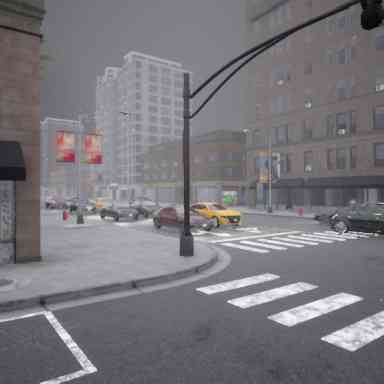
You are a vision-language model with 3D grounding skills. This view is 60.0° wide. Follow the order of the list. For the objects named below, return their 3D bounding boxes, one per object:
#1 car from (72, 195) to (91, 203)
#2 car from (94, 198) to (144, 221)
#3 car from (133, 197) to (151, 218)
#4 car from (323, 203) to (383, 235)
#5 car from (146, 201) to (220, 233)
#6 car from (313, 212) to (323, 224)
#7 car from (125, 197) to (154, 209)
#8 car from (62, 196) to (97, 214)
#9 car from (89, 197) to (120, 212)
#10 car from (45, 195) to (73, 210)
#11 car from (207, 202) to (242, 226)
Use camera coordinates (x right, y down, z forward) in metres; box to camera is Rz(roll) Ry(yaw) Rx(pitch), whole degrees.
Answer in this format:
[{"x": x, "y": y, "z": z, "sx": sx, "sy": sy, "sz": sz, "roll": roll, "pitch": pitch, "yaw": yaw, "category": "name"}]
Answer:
[{"x": -22.097, "y": 1.431, "z": 66.264, "sx": 2.033, "sy": 1.411, "sz": 5.357, "roll": 0, "pitch": 0, "yaw": -36, "category": "car"}, {"x": -5.998, "y": 1.489, "z": 26.964, "sx": 1.812, "sy": 1.442, "sz": 4.674, "roll": 0, "pitch": 0, "yaw": -36, "category": "car"}, {"x": -4.208, "y": 1.481, "z": 30.040, "sx": 1.812, "sy": 1.442, "sz": 4.674, "roll": 0, "pitch": 0, "yaw": -36, "category": "car"}, {"x": 9.480, "y": 1.338, "z": 16.950, "sx": 2.097, "sy": 1.767, "sz": 4.553, "roll": 0, "pitch": 0, "yaw": -36, "category": "car"}, {"x": -0.679, "y": 1.502, "z": 19.589, "sx": 1.812, "sy": 1.442, "sz": 4.674, "roll": 0, "pitch": 0, "yaw": -35, "category": "car"}, {"x": 10.492, "y": 1.519, "z": 21.095, "sx": 2.033, "sy": 1.411, "sz": 5.357, "roll": 0, "pitch": 0, "yaw": -36, "category": "car"}, {"x": -7.302, "y": 1.427, "z": 45.757, "sx": 1.837, "sy": 1.490, "sz": 4.892, "roll": 0, "pitch": 0, "yaw": -36, "category": "car"}, {"x": -11.440, "y": 1.441, "z": 34.500, "sx": 2.128, "sy": 1.511, "sz": 4.902, "roll": 0, "pitch": 0, "yaw": -36, "category": "car"}, {"x": -10.142, "y": 1.418, "z": 38.263, "sx": 1.882, "sy": 1.535, "sz": 5.008, "roll": 0, "pitch": 0, "yaw": -36, "category": "car"}, {"x": -17.434, "y": 1.286, "z": 42.866, "sx": 2.097, "sy": 1.767, "sz": 4.553, "roll": 0, "pitch": 0, "yaw": -35, "category": "car"}, {"x": 1.233, "y": 1.447, "z": 22.475, "sx": 1.882, "sy": 1.535, "sz": 5.008, "roll": 0, "pitch": 0, "yaw": -35, "category": "car"}]
